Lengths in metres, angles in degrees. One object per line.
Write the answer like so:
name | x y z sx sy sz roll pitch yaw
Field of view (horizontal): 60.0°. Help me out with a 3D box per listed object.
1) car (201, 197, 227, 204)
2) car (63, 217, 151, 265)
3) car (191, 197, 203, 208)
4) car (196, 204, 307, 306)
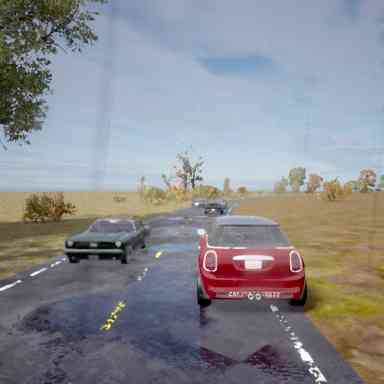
car | 2.386 1.494 34.813 1.837 1.490 4.892 0 0 8
car | -2.767 1.601 11.886 1.895 1.301 4.718 0 0 3
car | 1.037 1.471 46.360 2.128 1.511 4.902 0 0 10
car | 1.197 1.351 8.221 2.097 1.767 4.553 0 0 2
